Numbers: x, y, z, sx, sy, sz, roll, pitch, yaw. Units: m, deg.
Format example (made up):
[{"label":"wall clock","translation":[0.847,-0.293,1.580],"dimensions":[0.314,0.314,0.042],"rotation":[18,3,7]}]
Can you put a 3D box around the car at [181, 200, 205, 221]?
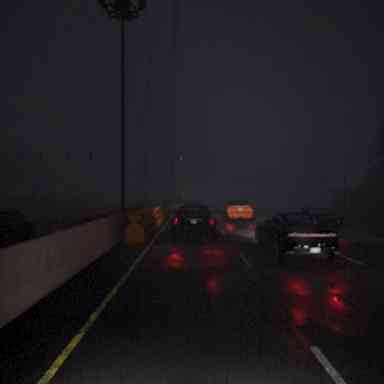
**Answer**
[{"label":"car","translation":[0.070,1.462,27.931],"dimensions":[1.837,1.490,4.892],"rotation":[0,0,0]}]

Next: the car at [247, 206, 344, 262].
[{"label":"car","translation":[3.586,1.473,12.081],"dimensions":[2.128,1.511,4.902],"rotation":[0,0,0]}]

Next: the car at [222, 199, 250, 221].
[{"label":"car","translation":[3.573,1.311,26.642],"dimensions":[2.097,1.767,4.553],"rotation":[0,0,0]}]

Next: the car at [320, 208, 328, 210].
[{"label":"car","translation":[7.079,1.570,19.812],"dimensions":[1.895,1.301,4.718],"rotation":[0,0,0]}]

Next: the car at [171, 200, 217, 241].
[{"label":"car","translation":[0.081,1.326,16.687],"dimensions":[2.097,1.767,4.553],"rotation":[0,0,0]}]
